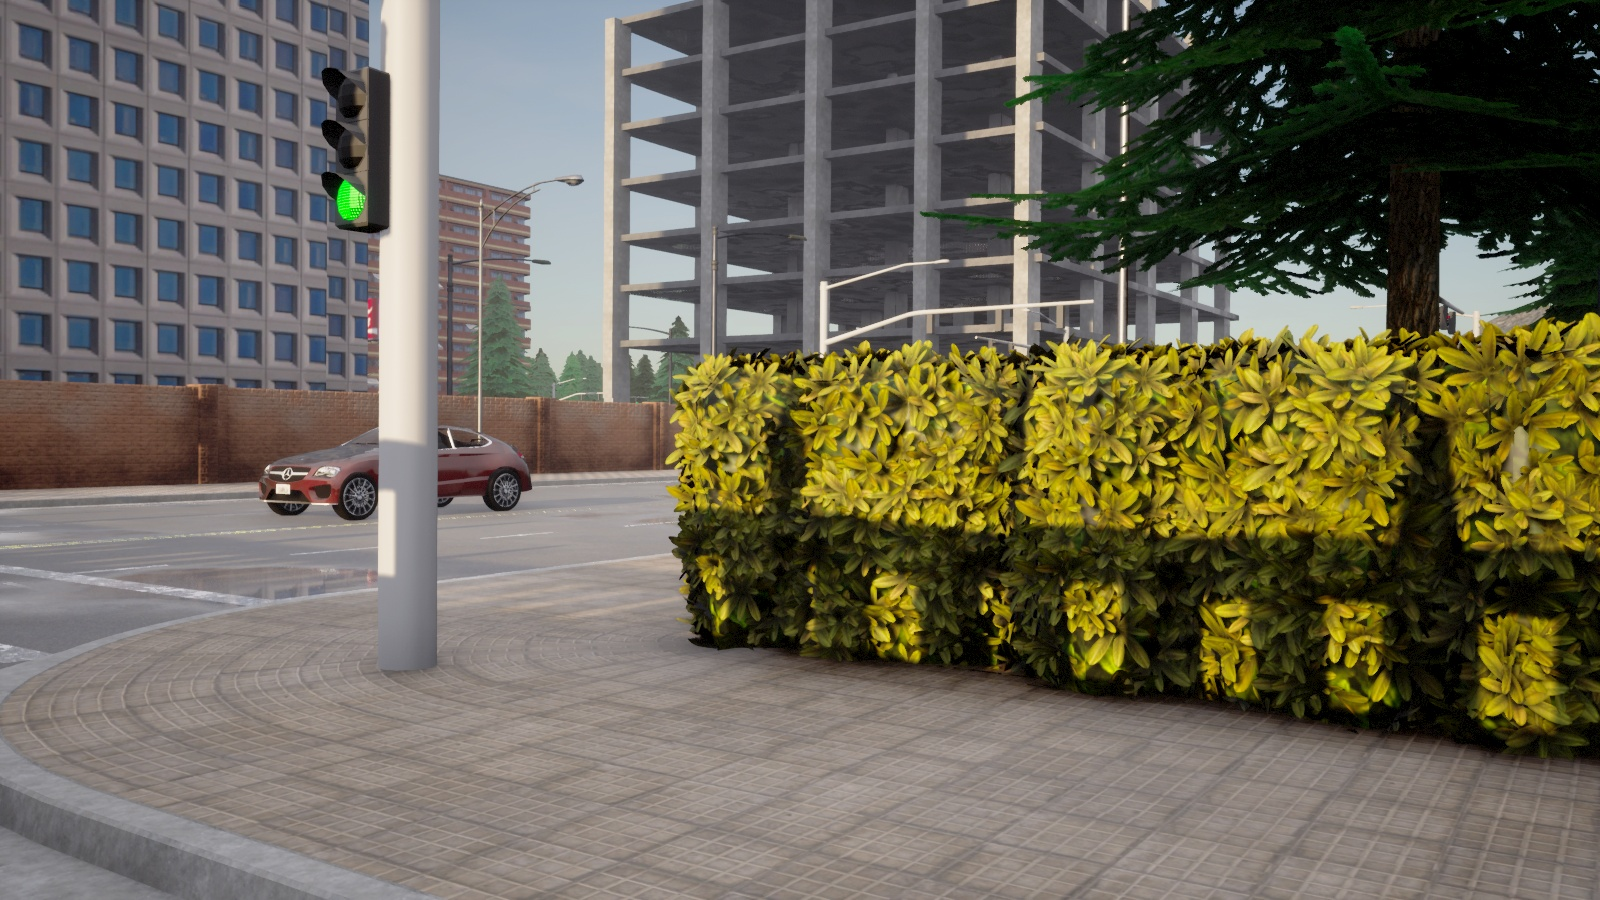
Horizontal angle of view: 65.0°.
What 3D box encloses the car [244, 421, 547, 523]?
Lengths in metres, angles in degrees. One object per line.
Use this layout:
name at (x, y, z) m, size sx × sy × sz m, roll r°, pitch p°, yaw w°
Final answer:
car at (-7.250, 0.316, 23.069) m, size 2.152 × 1.651 × 5.027 m, roll 0°, pitch 1°, yaw 33°
